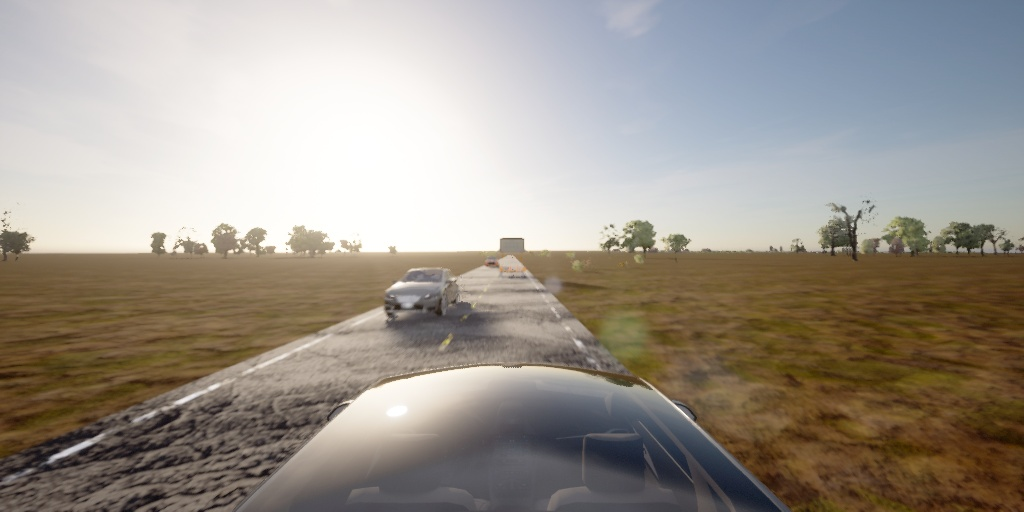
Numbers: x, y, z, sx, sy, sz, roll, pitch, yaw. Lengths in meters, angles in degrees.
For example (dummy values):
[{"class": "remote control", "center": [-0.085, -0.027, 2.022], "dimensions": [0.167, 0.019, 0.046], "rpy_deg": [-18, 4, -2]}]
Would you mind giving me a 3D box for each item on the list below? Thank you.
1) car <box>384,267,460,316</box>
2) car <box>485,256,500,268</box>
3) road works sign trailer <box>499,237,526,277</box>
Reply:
[{"class": "car", "center": [-3.088, 1.185, 13.081], "dimensions": [2.128, 1.511, 4.902], "rpy_deg": [0, 0, 0]}, {"class": "car", "center": [-3.024, 0.838, 55.395], "dimensions": [2.097, 1.767, 4.553], "rpy_deg": [0, 0, 1]}, {"class": "road works sign trailer", "center": [0.007, 0.059, 33.060], "dimensions": [2.380, 3.560, 2.880], "rpy_deg": [0, 0, 0]}]
